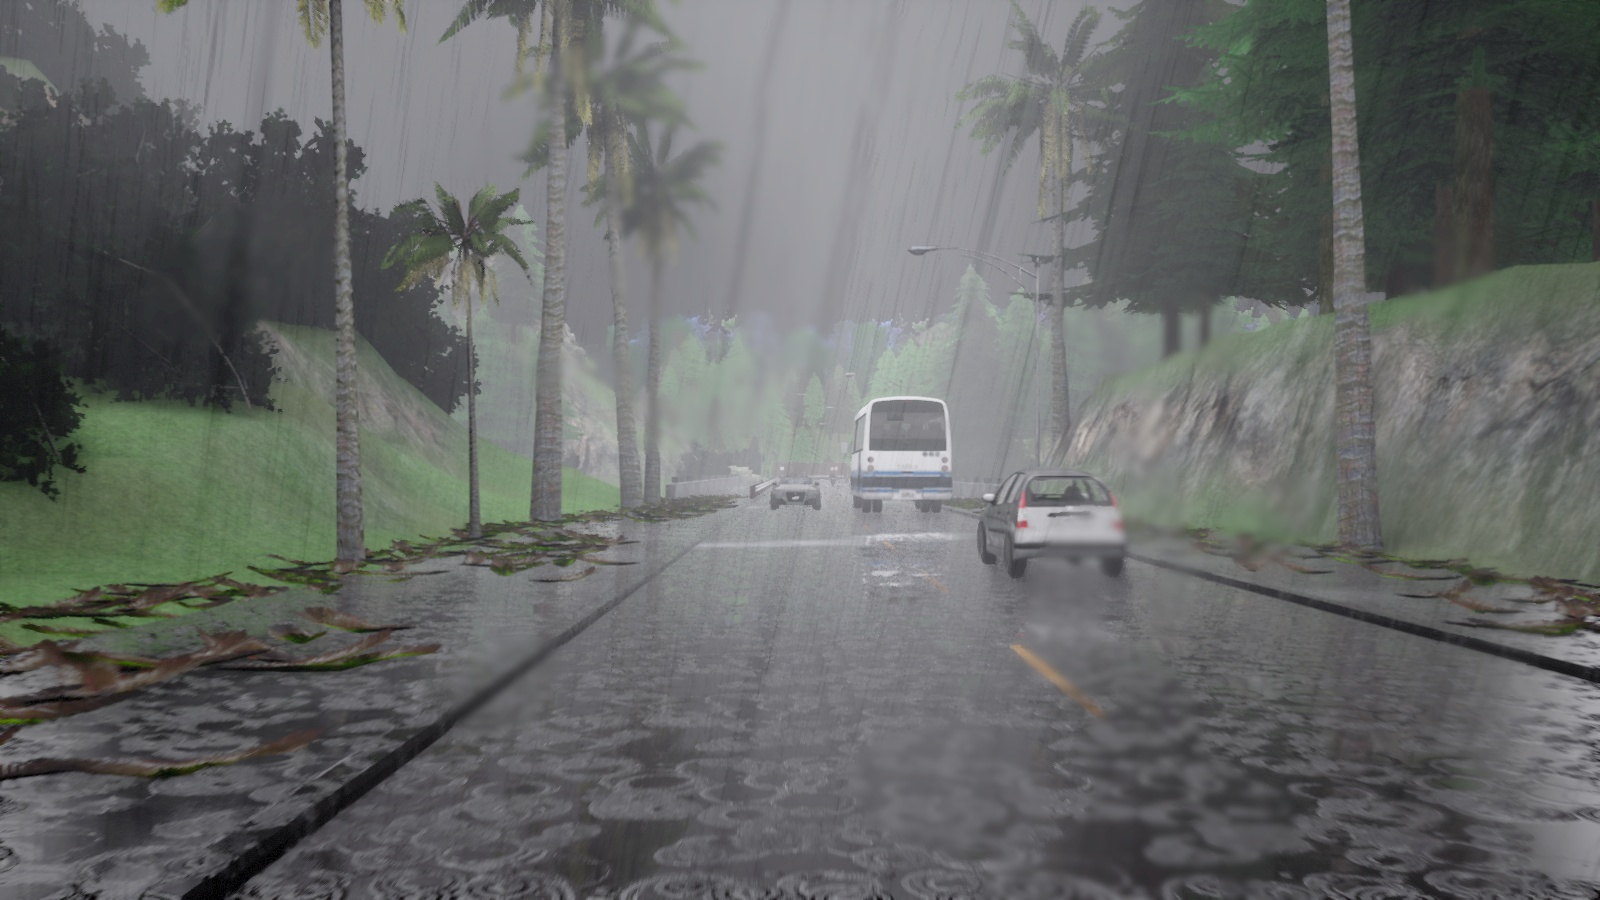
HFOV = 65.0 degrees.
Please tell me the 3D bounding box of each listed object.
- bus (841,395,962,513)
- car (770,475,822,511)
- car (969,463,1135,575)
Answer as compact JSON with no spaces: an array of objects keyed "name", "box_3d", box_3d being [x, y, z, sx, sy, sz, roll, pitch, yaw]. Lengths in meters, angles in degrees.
[{"name":"bus","box_3d":[3.835,0.267,50.451,3.944,4.253,10.273,0,-1,0]},{"name":"car","box_3d":[-0.162,1.735,51.110,1.994,1.385,4.181,0,-1,0]},{"name":"car","box_3d":[3.935,1.036,20.264,1.851,1.617,3.988,0,-1,0]}]
